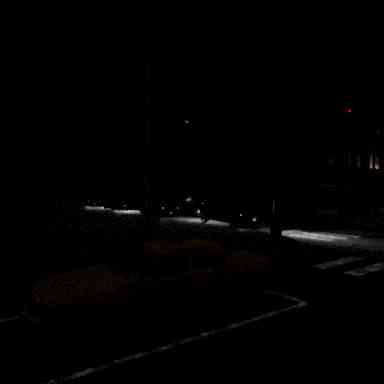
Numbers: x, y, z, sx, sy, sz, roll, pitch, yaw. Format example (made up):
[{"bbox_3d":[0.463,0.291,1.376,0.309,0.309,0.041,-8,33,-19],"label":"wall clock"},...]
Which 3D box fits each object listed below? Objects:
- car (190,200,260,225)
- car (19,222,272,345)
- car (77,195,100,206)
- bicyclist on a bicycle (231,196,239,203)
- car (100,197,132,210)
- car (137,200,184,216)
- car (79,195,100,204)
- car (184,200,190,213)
[{"bbox_3d":[2.335,1.368,21.856,2.128,1.511,4.902,1,0,-35],"label":"car"},{"bbox_3d":[-0.556,1.532,6.360,4.829,1.417,1.752,0,0,-35],"label":"car"},{"bbox_3d":[-13.922,1.221,44.996,1.895,1.301,4.718,1,0,-35],"label":"car"},{"bbox_3d":[3.830,1.197,30.572,1.656,1.620,0.582,1,0,-35],"label":"bicyclist on a bicycle"},{"bbox_3d":[-8.221,1.275,36.860,1.994,1.385,4.181,1,0,-35],"label":"car"},{"bbox_3d":[-3.002,1.394,29.433,1.895,1.301,4.718,1,0,-35],"label":"car"},{"bbox_3d":[-16.887,1.173,54.685,1.895,1.301,4.718,1,0,-35],"label":"car"},{"bbox_3d":[0.334,1.391,30.267,2.033,1.411,5.357,1,0,-35],"label":"car"}]
